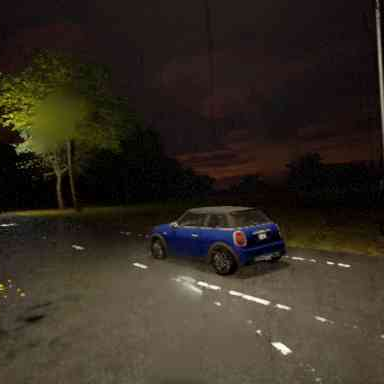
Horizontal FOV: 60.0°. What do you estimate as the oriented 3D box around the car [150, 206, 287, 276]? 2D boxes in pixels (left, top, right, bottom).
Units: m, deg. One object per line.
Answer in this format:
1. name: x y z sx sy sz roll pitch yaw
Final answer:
1. car: 0.530 1.230 10.279 2.097 1.767 4.553 -4 1 -38
